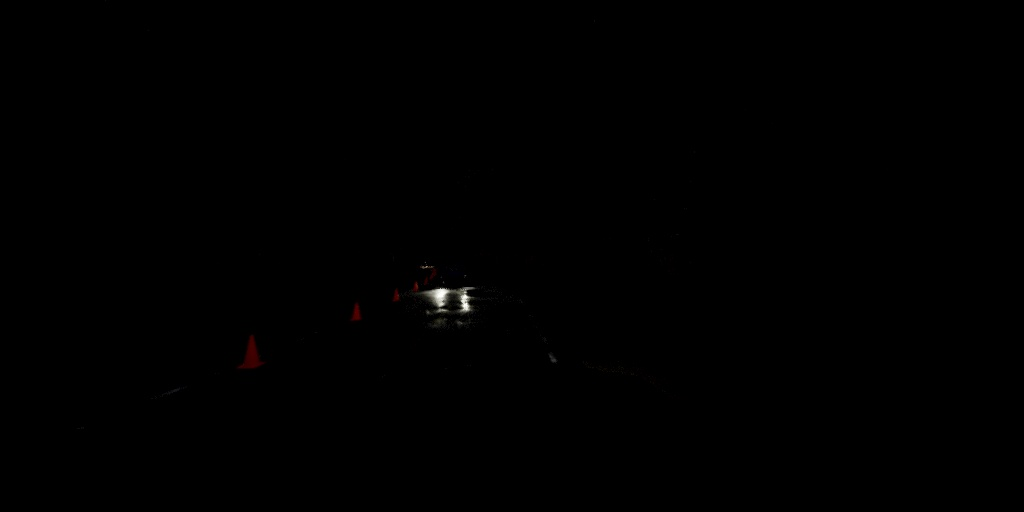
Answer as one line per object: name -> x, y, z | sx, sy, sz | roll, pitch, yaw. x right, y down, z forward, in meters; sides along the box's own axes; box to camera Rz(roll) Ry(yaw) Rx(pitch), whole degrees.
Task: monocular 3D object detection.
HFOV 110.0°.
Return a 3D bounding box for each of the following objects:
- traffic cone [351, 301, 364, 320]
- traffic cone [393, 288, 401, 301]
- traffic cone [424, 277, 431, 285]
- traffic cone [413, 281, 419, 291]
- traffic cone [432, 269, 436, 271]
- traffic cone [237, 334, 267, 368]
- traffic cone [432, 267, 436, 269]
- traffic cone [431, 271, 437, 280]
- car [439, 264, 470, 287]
traffic cone -> -5.060, 1.779, 11.689 | 0.340, 0.580, 0.340 | 0, 0, -3
traffic cone -> -5.352, 1.784, 16.610 | 0.340, 0.580, 0.340 | 0, 0, -4
traffic cone -> -6.317, 1.801, 26.422 | 0.340, 0.580, 0.340 | 0, 0, -7
traffic cone -> -5.771, 1.792, 21.522 | 0.340, 0.580, 0.340 | 0, 0, -6
traffic cone -> -7.788, 1.825, 36.171 | 0.340, 0.580, 0.340 | 0, 0, -10
traffic cone -> -4.896, 1.774, 6.761 | 0.340, 0.580, 0.340 | 0, 0, -1
traffic cone -> -8.712, 1.839, 41.014 | 0.340, 0.580, 0.340 | 0, 0, -12
traffic cone -> -6.989, 1.812, 31.306 | 0.340, 0.580, 0.340 | 0, 0, -9
car -> -4.074, 1.293, 25.643 | 1.882, 1.535, 5.008 | -1, 0, -7
